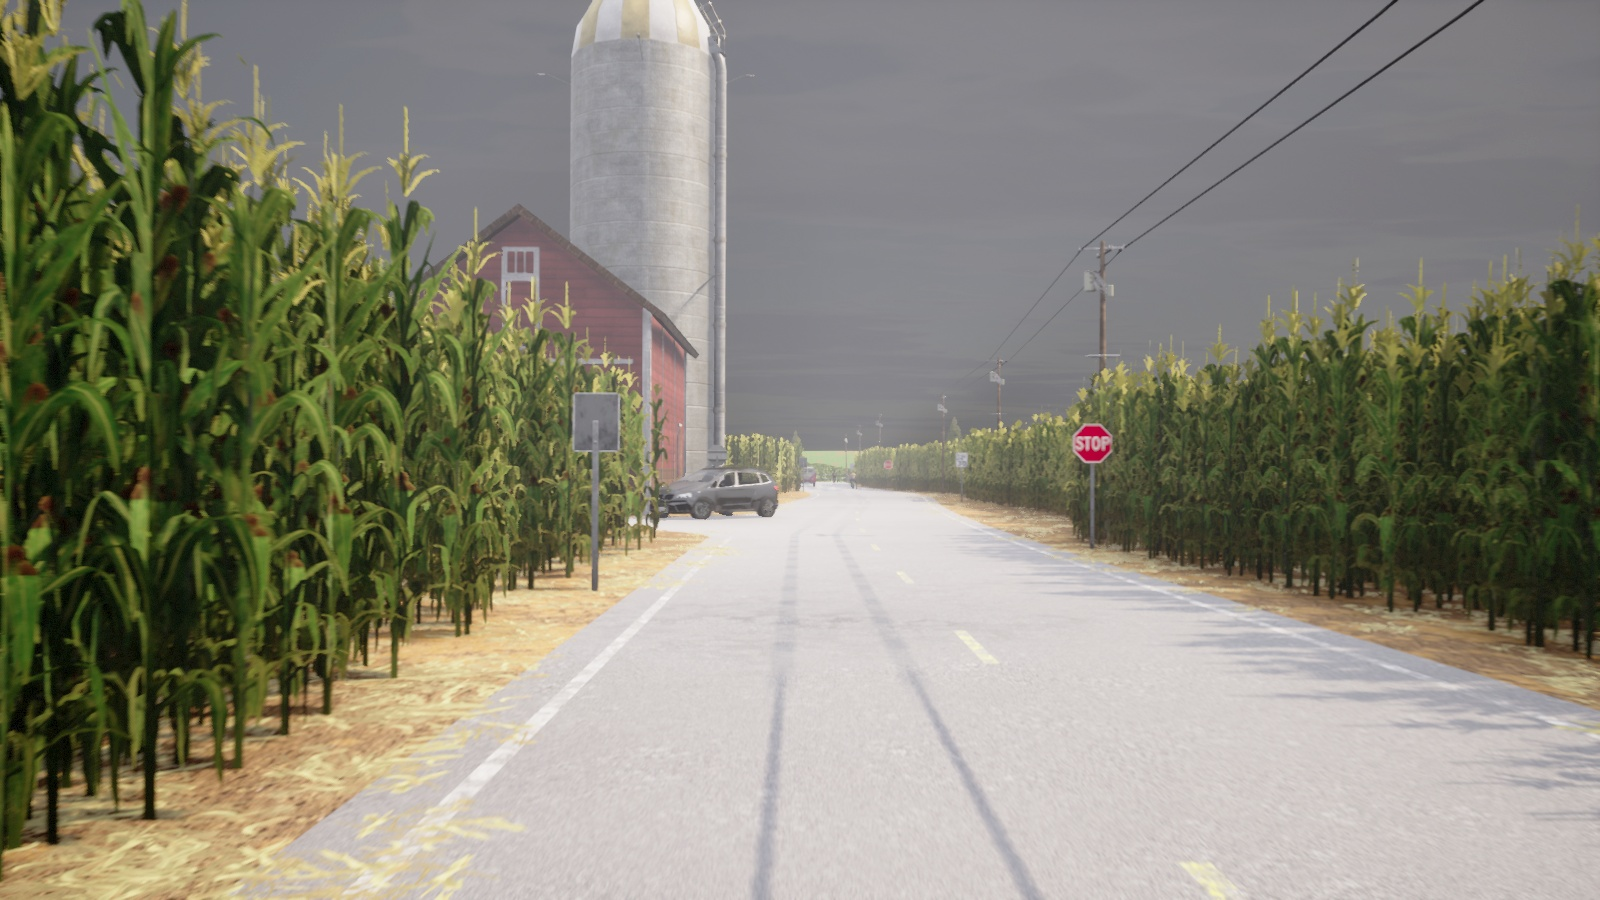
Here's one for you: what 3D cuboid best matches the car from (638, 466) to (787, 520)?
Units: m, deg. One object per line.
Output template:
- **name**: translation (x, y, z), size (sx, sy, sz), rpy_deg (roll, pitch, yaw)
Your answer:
- **car**: translation (-2.828, 1.363, 41.378), size (2.242, 1.667, 4.611), rpy_deg (-1, -1, 43)
